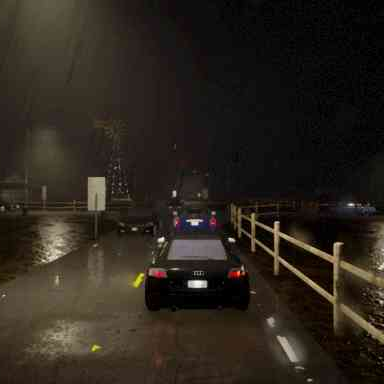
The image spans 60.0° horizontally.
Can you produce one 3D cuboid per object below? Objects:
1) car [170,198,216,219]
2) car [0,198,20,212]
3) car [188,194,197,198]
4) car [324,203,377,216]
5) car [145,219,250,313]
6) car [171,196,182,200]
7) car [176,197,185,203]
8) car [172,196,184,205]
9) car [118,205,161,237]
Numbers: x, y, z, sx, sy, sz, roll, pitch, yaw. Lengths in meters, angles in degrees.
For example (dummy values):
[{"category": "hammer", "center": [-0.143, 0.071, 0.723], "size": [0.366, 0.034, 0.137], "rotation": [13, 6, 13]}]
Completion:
[{"category": "car", "center": [0.118, 1.380, 16.428], "size": [2.097, 1.767, 4.553], "rotation": [0, 0, 0]}, {"category": "car", "center": [-20.263, 1.292, 34.124], "size": [4.892, 1.490, 1.837], "rotation": [1, -2, 0]}, {"category": "car", "center": [0.131, 1.692, 91.823], "size": [2.150, 2.045, 5.566], "rotation": [0, -1, 0]}, {"category": "car", "center": [17.898, 1.951, 37.702], "size": [5.357, 1.411, 2.033], "rotation": [1, -2, 0]}, {"category": "car", "center": [0.108, 1.573, 7.785], "size": [1.994, 1.385, 4.181], "rotation": [0, 0, 0]}, {"category": "car", "center": [-2.747, 1.677, 57.149], "size": [1.882, 1.535, 5.008], "rotation": [0, 0, 0]}, {"category": "car", "center": [-2.645, 1.933, 76.617], "size": [1.895, 1.301, 4.718], "rotation": [0, 0, 0]}, {"category": "car", "center": [-2.691, 1.613, 66.398], "size": [2.097, 1.767, 4.553], "rotation": [0, 0, 1]}, {"category": "car", "center": [-2.787, 1.511, 18.494], "size": [1.882, 1.535, 5.008], "rotation": [0, 0, -1]}]
